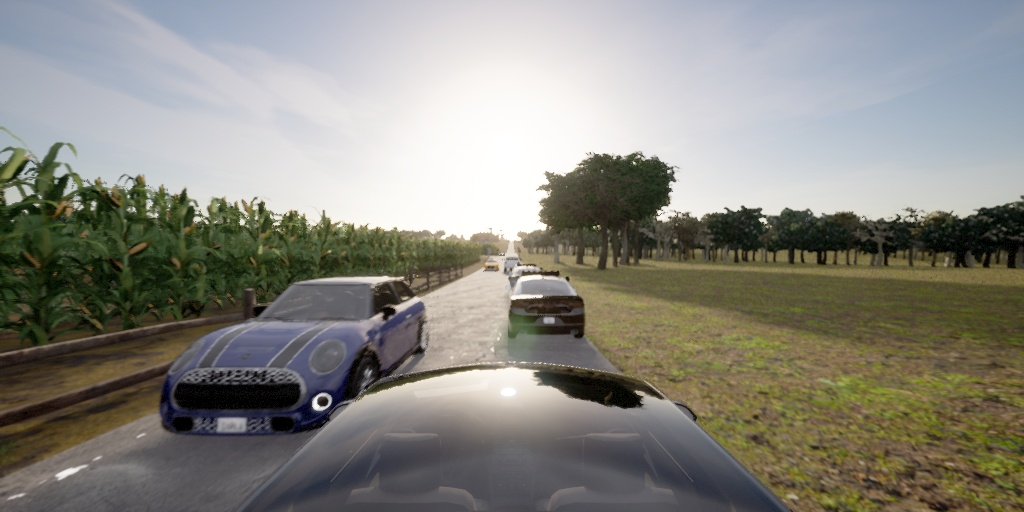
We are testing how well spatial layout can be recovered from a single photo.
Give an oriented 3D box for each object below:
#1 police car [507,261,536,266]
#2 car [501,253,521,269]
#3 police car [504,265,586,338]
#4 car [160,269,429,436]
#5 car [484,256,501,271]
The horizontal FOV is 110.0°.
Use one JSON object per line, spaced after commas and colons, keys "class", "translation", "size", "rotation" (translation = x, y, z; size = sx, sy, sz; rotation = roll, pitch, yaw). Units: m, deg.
{"class": "police car", "translation": [0.839, 1.278, 20.567], "size": [1.930, 1.638, 5.238], "rotation": [0, 0, 0]}
{"class": "car", "translation": [0.060, 0.994, 47.769], "size": [2.150, 2.045, 5.566], "rotation": [0, 1, 1]}
{"class": "police car", "translation": [0.832, 1.242, 10.566], "size": [1.930, 1.638, 5.238], "rotation": [0, 0, 0]}
{"class": "car", "translation": [-2.847, 1.140, 5.893], "size": [2.097, 1.767, 4.553], "rotation": [0, 0, 0]}
{"class": "car", "translation": [-2.806, 1.226, 49.920], "size": [1.882, 1.535, 5.008], "rotation": [0, 1, 0]}
